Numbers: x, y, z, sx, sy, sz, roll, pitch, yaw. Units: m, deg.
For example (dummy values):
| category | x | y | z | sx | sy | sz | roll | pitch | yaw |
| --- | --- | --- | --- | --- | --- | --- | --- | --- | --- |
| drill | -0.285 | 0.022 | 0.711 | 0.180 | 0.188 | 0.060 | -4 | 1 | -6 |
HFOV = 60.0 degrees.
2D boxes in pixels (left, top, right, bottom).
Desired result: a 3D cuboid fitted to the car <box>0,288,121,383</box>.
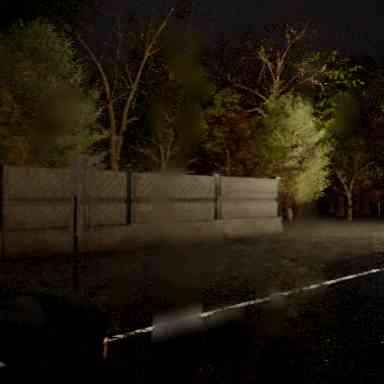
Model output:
| category | x | y | z | sx | sy | sz | roll | pitch | yaw |
| --- | --- | --- | --- | --- | --- | --- | --- | --- | --- |
| car | -2.864 | 1.471 | 1.948 | 4.902 | 1.511 | 2.128 | 0 | 0 | -36 |
